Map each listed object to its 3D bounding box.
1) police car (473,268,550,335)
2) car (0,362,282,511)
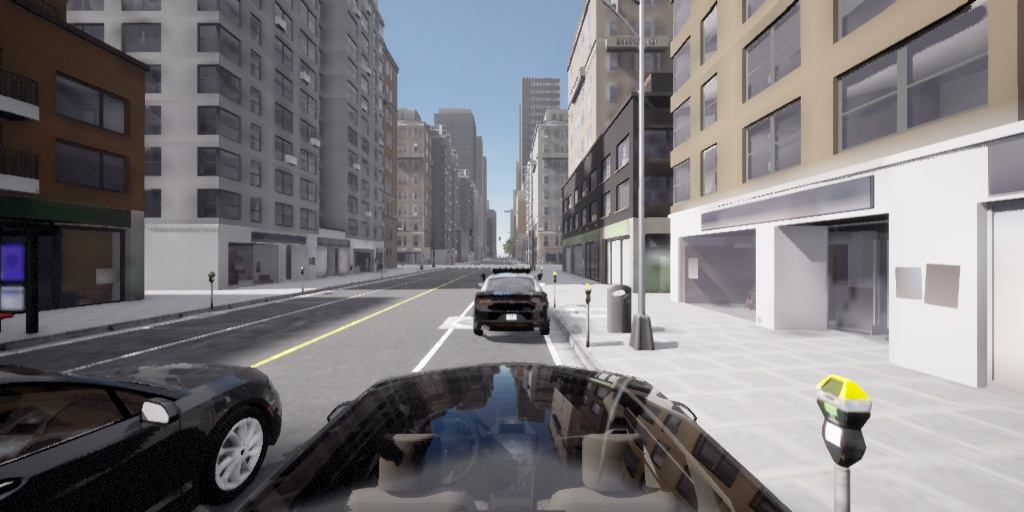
[{"bbox_3d":[-0.012,1.165,10.610,1.930,1.638,5.238,0,0,0],"label":"police car"},{"bbox_3d":[-3.145,1.253,1.500,1.837,1.490,4.892,0,0,0],"label":"car"}]
